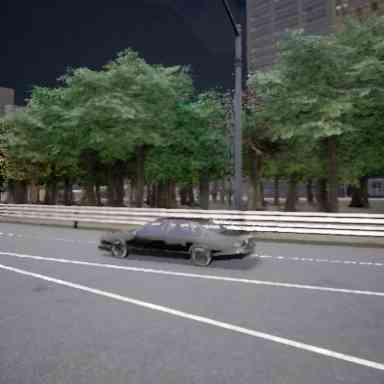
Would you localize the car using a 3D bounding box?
[{"bbox_3d":[-0.581,1.573,11.287,5.357,1.411,2.033,0,0,24],"label":"car"}]
